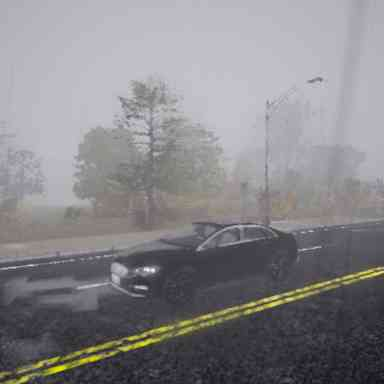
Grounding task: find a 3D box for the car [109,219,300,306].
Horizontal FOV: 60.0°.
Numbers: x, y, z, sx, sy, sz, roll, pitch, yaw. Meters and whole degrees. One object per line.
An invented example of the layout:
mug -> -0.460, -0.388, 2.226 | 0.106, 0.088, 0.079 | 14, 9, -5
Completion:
car -> 0.505, 1.446, 7.987 | 4.902, 1.511, 2.128 | 0, 0, -35
